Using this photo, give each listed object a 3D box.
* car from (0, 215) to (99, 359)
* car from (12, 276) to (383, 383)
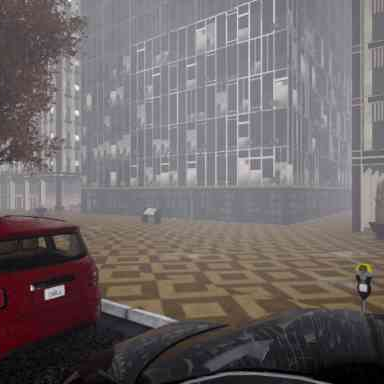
[{"bbox_3d":[-3.627,1.315,5.473,5.009,1.841,2.192,0,0,36],"label":"car"},{"bbox_3d":[0.865,1.566,2.260,4.313,1.339,1.947,0,0,36],"label":"car"}]
